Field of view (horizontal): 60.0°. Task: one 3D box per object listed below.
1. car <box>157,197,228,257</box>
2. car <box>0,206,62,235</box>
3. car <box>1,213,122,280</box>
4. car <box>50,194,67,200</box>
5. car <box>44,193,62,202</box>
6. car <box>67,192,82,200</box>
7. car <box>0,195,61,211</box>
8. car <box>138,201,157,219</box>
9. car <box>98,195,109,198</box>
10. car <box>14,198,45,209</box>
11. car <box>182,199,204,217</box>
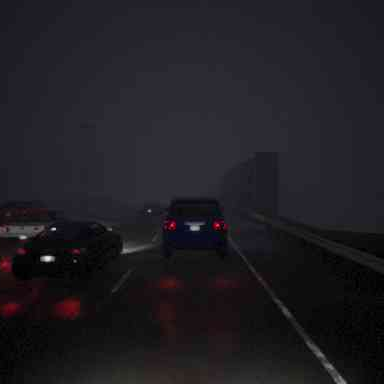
[{"bbox_3d":[0.107,1.188,12.836,2.150,2.045,5.566,0,0,0],"label":"car"},{"bbox_3d":[-6.905,1.560,15.812,1.895,1.301,4.718,0,0,0],"label":"car"},{"bbox_3d":[-3.403,1.538,9.844,1.994,1.385,4.181,0,0,0],"label":"car"},{"bbox_3d":[-24.207,1.413,58.433,1.994,1.385,4.181,0,0,2],"label":"car"},{"bbox_3d":[-30.852,1.165,73.864,2.097,1.767,4.553,0,0,1],"label":"car"},{"bbox_3d":[-27.326,1.025,77.428,2.150,2.045,5.566,0,0,1],"label":"car"},{"bbox_3d":[-10.404,1.298,21.029,2.097,1.767,4.553,0,0,0],"label":"car"},{"bbox_3d":[-3.410,1.490,28.742,1.994,1.385,4.181,0,0,0],"label":"car"},{"bbox_3d":[-20.333,1.326,76.753,1.812,1.442,4.674,0,0,1],"label":"car"},{"bbox_3d":[-21.038,1.454,43.199,1.994,1.385,4.181,0,0,1],"label":"car"},{"bbox_3d":[0.084,1.424,31.340,1.837,1.490,4.892,0,0,0],"label":"car"}]
